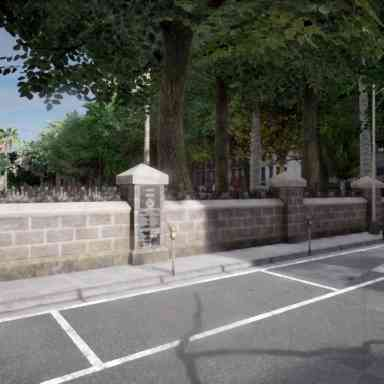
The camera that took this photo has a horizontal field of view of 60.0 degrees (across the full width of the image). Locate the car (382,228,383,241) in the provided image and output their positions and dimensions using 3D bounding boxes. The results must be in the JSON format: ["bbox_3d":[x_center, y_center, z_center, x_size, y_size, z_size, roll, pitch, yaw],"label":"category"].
[{"bbox_3d":[9.787,1.310,13.521,5.009,1.841,2.192,0,0,-36],"label":"car"}]
